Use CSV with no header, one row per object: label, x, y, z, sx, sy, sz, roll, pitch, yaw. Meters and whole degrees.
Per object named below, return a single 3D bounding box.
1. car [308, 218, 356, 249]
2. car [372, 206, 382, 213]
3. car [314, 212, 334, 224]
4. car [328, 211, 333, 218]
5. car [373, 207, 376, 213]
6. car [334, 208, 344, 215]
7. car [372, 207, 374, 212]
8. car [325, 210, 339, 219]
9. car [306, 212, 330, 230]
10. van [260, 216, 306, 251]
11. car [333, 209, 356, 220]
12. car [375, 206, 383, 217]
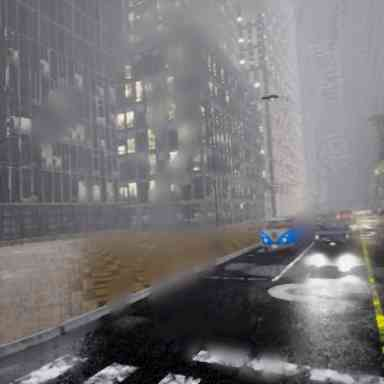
car,8.041,2.393,18.795,1.895,1.301,4.718,-5,-4,26
car,44.663,4.250,80.407,1.887,1.381,4.507,-5,-4,27
car,17.456,3.420,43.891,1.947,1.339,4.313,-5,-4,26
car,14.978,3.236,38.842,1.947,1.339,4.313,-5,-4,26
car,34.566,3.528,60.243,2.008,1.369,4.403,-5,-4,26
car,35.035,4.669,79.104,1.887,1.381,4.507,-5,-4,26
car,39.586,3.888,70.338,1.887,1.381,4.507,-5,-4,26
car,24.892,3.972,59.038,1.947,1.339,4.313,-5,-4,26
car,12.499,3.038,33.794,2.008,1.369,4.403,-5,-4,26
van,5.052,2.280,18.660,1.690,1.788,3.998,-5,-4,26
car,18.412,2.898,39.765,2.097,1.767,4.553,-5,-4,26
car,32.079,3.337,55.192,1.887,1.381,4.507,-5,-4,26
